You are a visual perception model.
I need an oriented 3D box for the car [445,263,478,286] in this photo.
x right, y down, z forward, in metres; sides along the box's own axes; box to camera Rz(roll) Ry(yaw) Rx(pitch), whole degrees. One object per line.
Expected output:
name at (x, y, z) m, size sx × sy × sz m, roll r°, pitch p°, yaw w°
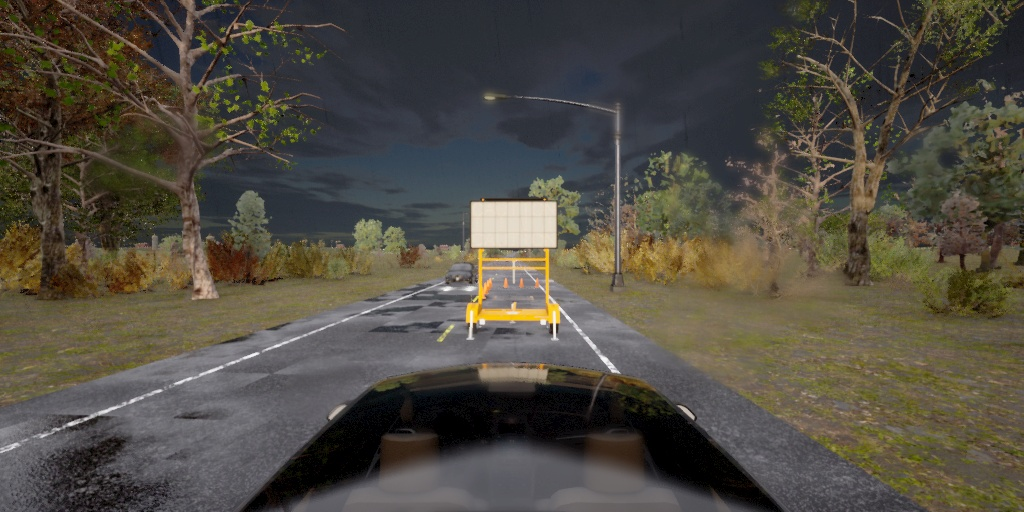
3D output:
car at (-3.507, 1.243, 25.535) m, size 1.837 × 1.490 × 4.892 m, roll 0°, pitch 0°, yaw 0°

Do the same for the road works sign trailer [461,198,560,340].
road works sign trailer at (0.055, 0.210, 9.930) m, size 2.380 × 3.560 × 2.880 m, roll 0°, pitch 0°, yaw 2°
